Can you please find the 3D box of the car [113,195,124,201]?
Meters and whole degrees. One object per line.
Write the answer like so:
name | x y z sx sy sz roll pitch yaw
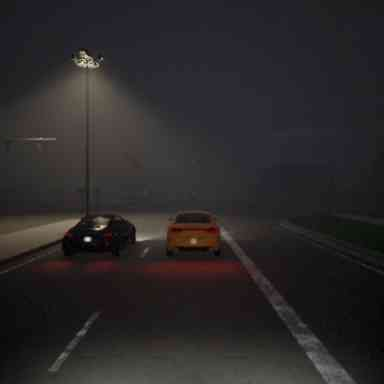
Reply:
car | -18.481 1.476 84.037 1.895 1.301 4.718 0 0 0

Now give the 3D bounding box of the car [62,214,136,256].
car | -3.433 1.543 12.996 1.994 1.385 4.181 0 0 0

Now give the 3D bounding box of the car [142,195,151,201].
car | -11.481 1.421 84.059 2.033 1.411 5.357 0 0 0

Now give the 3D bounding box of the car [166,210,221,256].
car | 0.068 1.459 13.139 1.882 1.535 5.008 0 -1 0

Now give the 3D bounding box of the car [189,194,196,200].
car | 0.021 1.361 91.540 1.837 1.490 4.892 0 0 0

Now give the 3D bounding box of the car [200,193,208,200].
car | 3.521 1.457 91.986 1.895 1.301 4.718 0 0 0

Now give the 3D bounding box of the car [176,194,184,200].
car | -3.479 1.387 91.957 1.812 1.442 4.674 0 0 0

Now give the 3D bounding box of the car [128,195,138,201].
car | -14.981 1.434 84.060 1.994 1.385 4.181 0 0 0

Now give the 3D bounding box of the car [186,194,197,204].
car | 0.014 1.439 60.929 1.812 1.442 4.674 0 0 0
